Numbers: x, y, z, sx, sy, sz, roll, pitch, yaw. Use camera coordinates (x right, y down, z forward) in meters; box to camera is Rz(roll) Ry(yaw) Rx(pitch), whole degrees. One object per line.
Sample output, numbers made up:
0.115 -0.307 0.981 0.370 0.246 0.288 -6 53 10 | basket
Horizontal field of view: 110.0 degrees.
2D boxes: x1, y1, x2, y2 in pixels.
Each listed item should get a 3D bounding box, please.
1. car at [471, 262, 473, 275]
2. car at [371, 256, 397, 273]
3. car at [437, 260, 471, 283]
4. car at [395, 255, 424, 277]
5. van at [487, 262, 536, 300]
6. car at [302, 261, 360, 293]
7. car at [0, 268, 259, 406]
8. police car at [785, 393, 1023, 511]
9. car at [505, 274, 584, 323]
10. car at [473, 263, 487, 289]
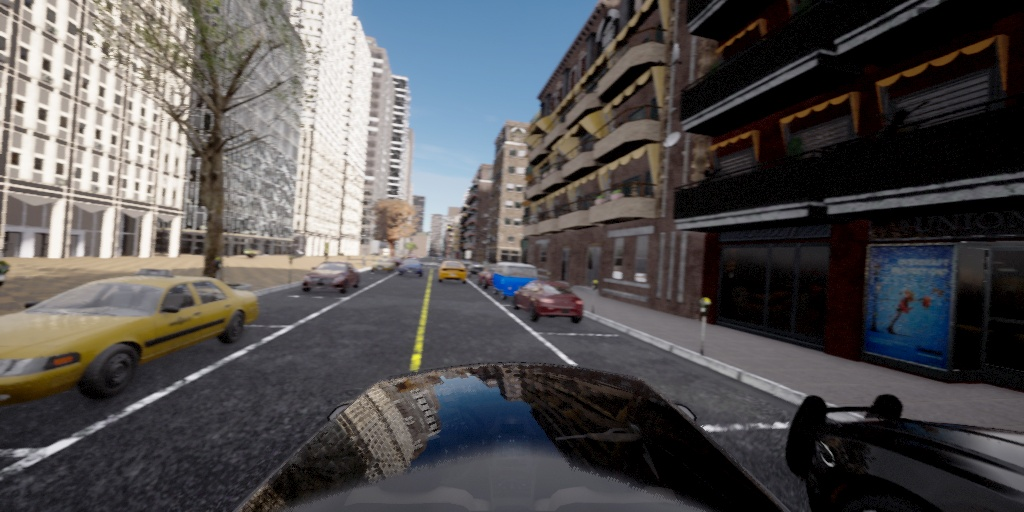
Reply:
-3.533 1.341 34.503 2.007 1.370 4.403 0 0 -12 | car
-11.666 0.723 32.566 1.751 1.417 4.829 0 0 -12 | car
-4.509 1.129 26.886 1.882 1.535 5.008 4 0 -12 | car
-8.404 0.931 30.145 1.812 1.442 4.674 4 -1 -12 | car
-0.022 1.235 18.282 1.690 1.789 3.998 0 0 -12 | van
-8.191 0.883 16.510 1.802 1.307 4.207 0 0 -12 | car
-5.814 0.896 5.529 1.751 1.417 4.829 0 0 -12 | car
3.491 1.413 0.806 1.930 1.638 5.238 4 0 -12 | police car
1.149 1.511 12.875 1.802 1.307 4.207 0 0 -12 | car
-1.192 1.299 23.689 1.967 1.591 4.097 0 0 -12 | car
